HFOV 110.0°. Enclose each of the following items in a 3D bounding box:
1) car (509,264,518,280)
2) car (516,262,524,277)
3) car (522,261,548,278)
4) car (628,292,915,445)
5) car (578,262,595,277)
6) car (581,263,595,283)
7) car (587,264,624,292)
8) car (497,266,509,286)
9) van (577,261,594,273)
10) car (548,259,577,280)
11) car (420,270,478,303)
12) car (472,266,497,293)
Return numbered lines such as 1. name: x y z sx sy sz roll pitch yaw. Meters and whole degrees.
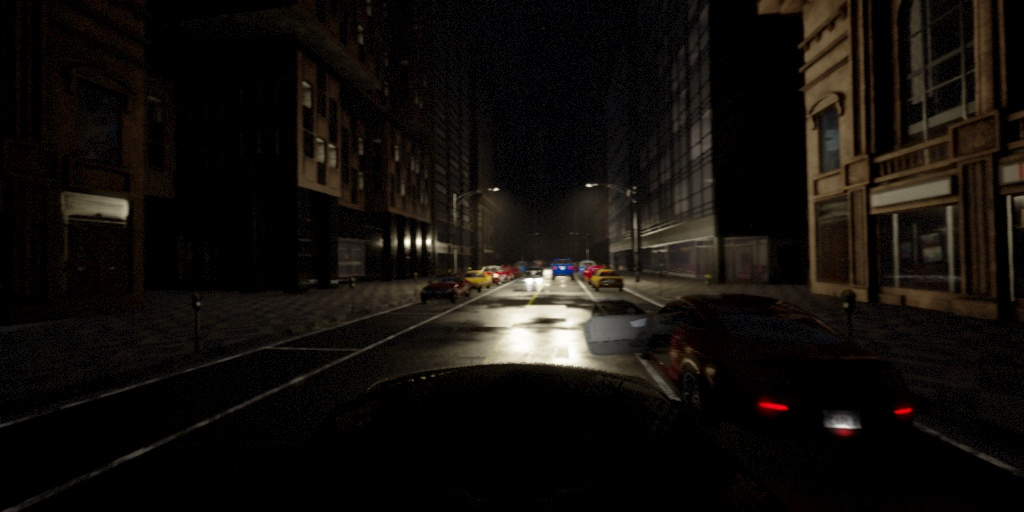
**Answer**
1. car: -0.929 1.704 34.942 1.888 1.381 4.507 0 0 8
2. car: -0.163 1.759 40.492 1.888 1.381 4.507 0 0 8
3. car: 2.706 1.675 41.394 2.128 1.511 4.902 -1 -1 8
4. car: 3.176 1.272 5.394 1.812 1.442 4.674 -1 -1 8
5. car: 7.517 1.565 33.788 1.888 1.381 4.507 0 0 8
6. car: 6.752 1.511 28.239 1.888 1.381 4.507 0 0 8
7. car: 6.010 1.436 22.857 1.751 1.417 4.829 0 0 8
8. car: -1.694 1.544 29.393 1.967 1.591 4.097 0 0 8
9. van: 8.282 1.416 39.337 1.690 1.789 3.998 0 0 8
10. car: 5.012 1.295 35.393 2.150 2.045 5.566 -1 -1 8
11. car: -3.224 1.577 18.295 1.802 1.307 4.207 0 0 8
12. car: -2.482 1.575 23.676 1.751 1.417 4.829 0 0 8
